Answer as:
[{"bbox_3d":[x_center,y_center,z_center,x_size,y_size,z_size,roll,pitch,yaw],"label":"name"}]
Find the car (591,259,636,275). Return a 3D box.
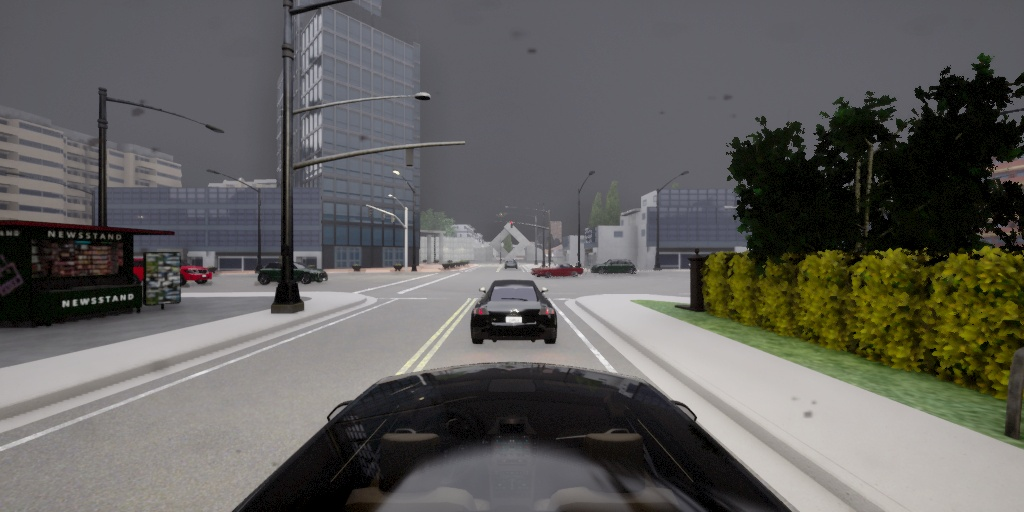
[{"bbox_3d":[10.767,1.100,38.257,4.553,1.767,2.097,0,0,0],"label":"car"}]

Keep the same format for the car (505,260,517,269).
[{"bbox_3d":[-0.152,1.314,57.899,1.994,1.385,4.181,0,0,0],"label":"car"}]

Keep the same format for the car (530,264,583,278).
[{"bbox_3d":[4.024,1.353,32.383,4.718,1.301,1.895,0,0,-29],"label":"car"}]

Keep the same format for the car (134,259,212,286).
[{"bbox_3d":[-26.012,1.190,27.051,5.566,2.045,2.150,-1,0,-1],"label":"car"}]

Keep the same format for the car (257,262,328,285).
[{"bbox_3d":[-16.495,1.210,27.168,4.553,1.767,2.097,-1,0,-1],"label":"car"}]

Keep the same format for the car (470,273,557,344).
[{"bbox_3d":[0.045,1.314,9.583,1.994,1.385,4.181,0,0,0],"label":"car"}]
